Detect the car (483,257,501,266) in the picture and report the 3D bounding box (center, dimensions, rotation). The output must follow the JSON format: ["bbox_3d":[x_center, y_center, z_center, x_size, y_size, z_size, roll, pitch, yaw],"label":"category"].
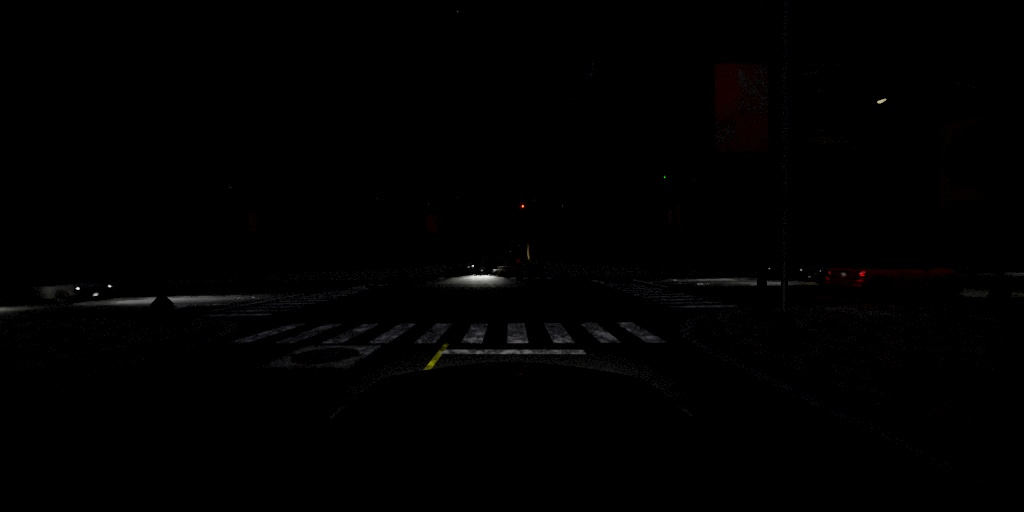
[{"bbox_3d":[-3.213,1.304,55.227,2.033,1.411,5.357,0,0,0],"label":"car"}]

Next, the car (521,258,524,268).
[{"bbox_3d":[2.655,1.301,52.135,1.888,1.381,4.507,0,0,0],"label":"car"}]

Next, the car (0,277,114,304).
[{"bbox_3d":[-24.287,1.773,19.004,4.718,1.301,1.895,-1,0,0],"label":"car"}]

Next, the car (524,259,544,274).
[{"bbox_3d":[2.713,1.303,41.246,2.007,1.370,4.403,0,0,0],"label":"car"}]

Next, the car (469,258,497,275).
[{"bbox_3d":[-3.137,1.243,39.581,2.128,1.511,4.902,0,0,0],"label":"car"}]

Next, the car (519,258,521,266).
[{"bbox_3d":[2.626,1.308,57.579,2.007,1.370,4.403,0,0,0],"label":"car"}]

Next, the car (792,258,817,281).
[{"bbox_3d":[20.900,0.950,22.550,4.718,1.301,1.895,-1,0,0],"label":"car"}]

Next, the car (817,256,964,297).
[{"bbox_3d":[16.756,0.786,15.839,4.553,1.767,2.097,-1,0,0],"label":"car"}]

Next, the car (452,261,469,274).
[{"bbox_3d":[-5.812,1.303,41.204,2.007,1.370,4.403,0,0,0],"label":"car"}]

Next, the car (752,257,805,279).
[{"bbox_3d":[20.013,0.851,25.797,4.902,1.511,2.128,-1,0,0],"label":"car"}]
